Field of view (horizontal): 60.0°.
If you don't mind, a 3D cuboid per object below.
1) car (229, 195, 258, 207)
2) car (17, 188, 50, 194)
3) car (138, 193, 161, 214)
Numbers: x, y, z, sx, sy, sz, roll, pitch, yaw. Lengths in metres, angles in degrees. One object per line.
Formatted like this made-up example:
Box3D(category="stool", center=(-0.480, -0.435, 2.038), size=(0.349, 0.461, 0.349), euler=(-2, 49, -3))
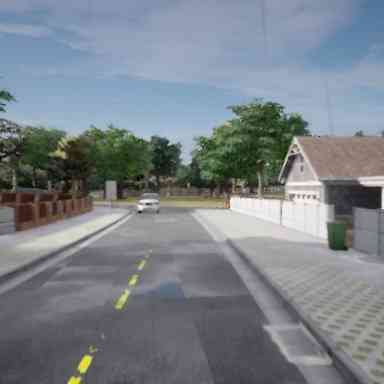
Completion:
Box3D(category="car", center=(7.634, 1.473, 43.565), size=(5.566, 2.045, 2.150), euler=(2, 1, -7))
Box3D(category="car", center=(-18.511, 0.705, 40.515), size=(5.566, 2.045, 2.150), euler=(4, 0, -7))
Box3D(category="car", center=(-4.484, 1.162, 35.285), size=(2.150, 2.045, 5.566), euler=(0, 0, -5))
